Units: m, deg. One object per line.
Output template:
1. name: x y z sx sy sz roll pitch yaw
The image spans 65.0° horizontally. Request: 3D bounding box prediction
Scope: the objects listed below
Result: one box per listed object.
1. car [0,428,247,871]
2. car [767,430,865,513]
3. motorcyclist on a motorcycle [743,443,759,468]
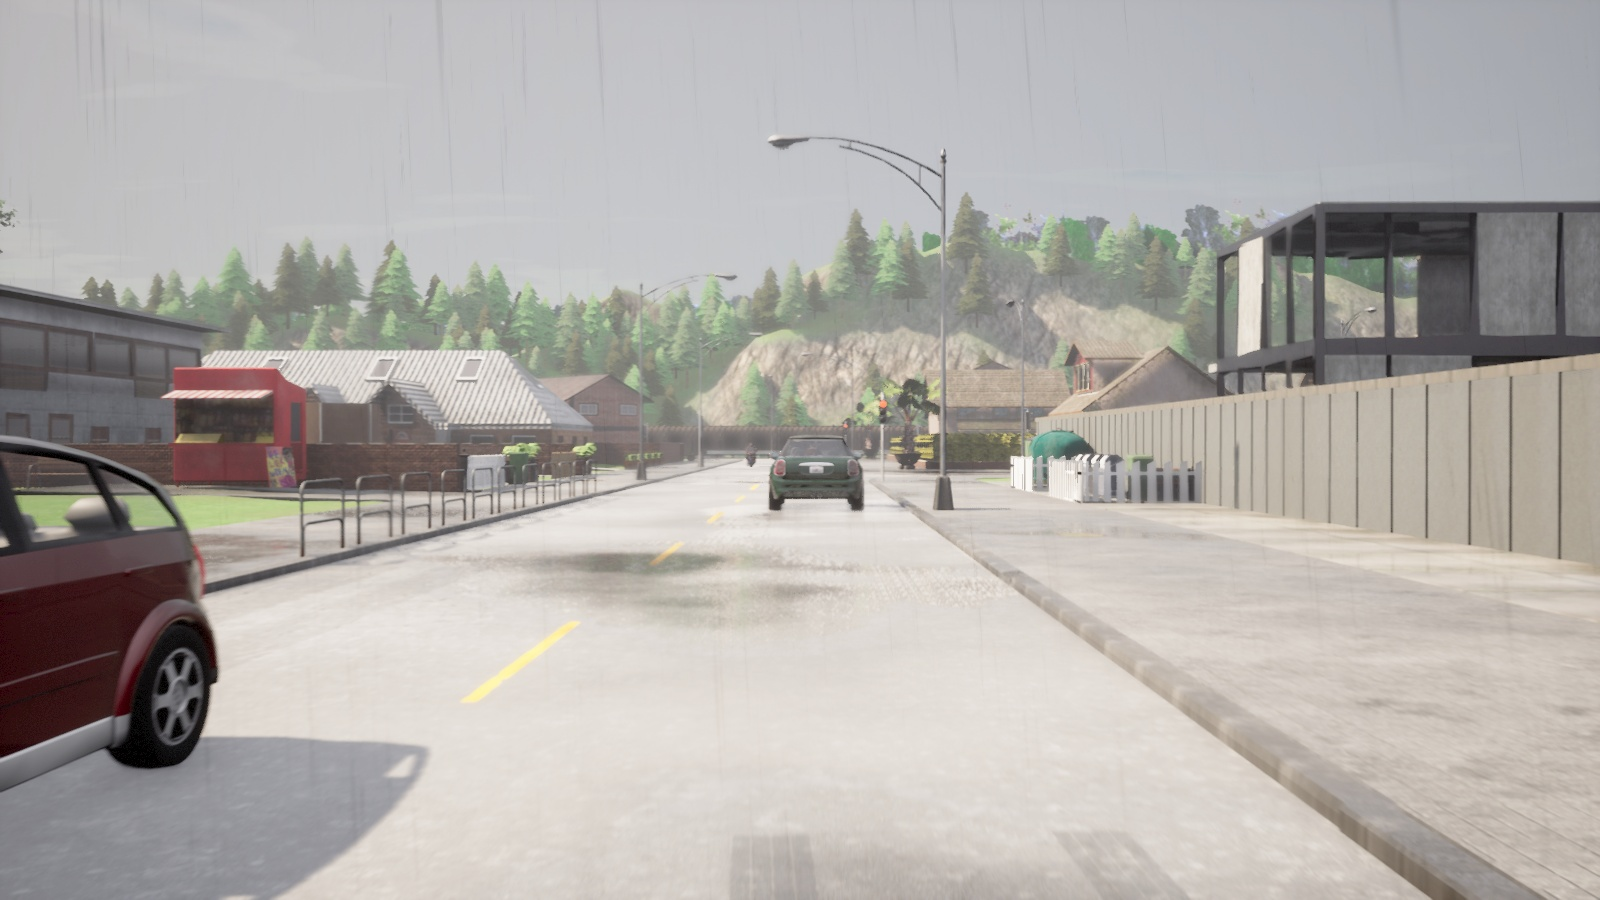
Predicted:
1. car: -3.691 0.697 4.455 1.789 1.549 3.705 0 0 1
2. car: 0.361 0.442 29.006 2.097 1.767 4.553 0 0 1
3. motorcyclist on a motorcycle: -3.069 0.338 78.407 0.866 1.530 2.191 0 0 1
